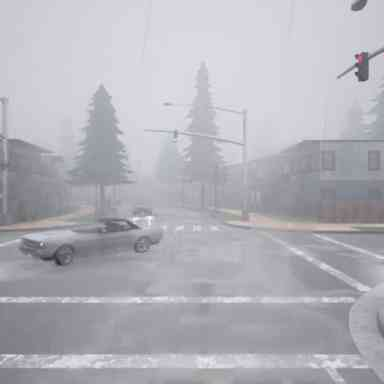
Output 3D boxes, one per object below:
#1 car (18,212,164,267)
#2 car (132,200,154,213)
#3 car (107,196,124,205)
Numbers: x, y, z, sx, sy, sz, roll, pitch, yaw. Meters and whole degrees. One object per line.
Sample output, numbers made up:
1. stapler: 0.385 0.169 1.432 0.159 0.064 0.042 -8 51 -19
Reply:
1. car: -3.350 1.594 11.648 1.895 1.301 4.718 0 0 45
2. car: -4.669 1.511 32.033 2.033 1.411 5.357 0 0 -6
3. car: -13.059 1.503 56.070 1.837 1.490 4.892 1 0 -31
